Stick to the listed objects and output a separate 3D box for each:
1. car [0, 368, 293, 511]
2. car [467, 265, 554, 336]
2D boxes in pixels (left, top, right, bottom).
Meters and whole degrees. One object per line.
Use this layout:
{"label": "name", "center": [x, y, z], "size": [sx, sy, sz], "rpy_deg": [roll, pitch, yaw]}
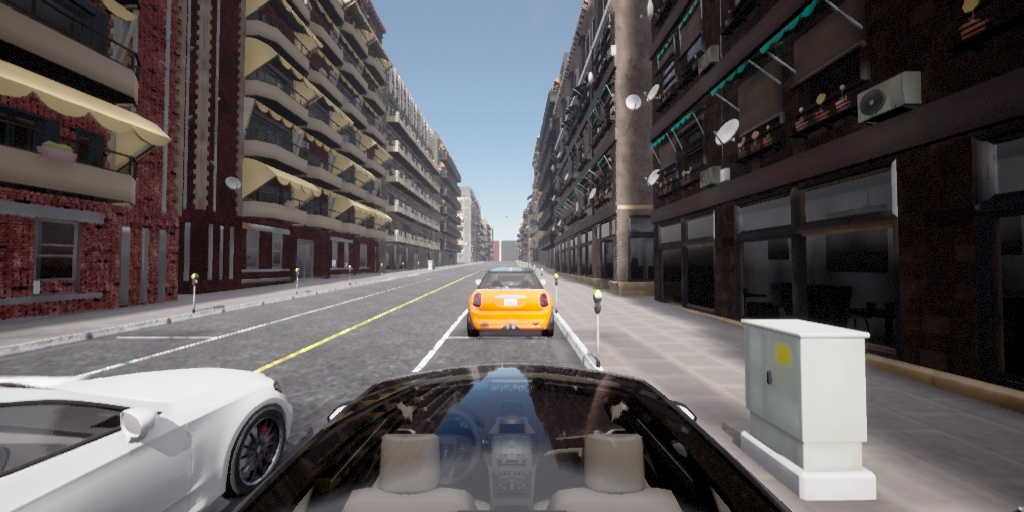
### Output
{"label": "car", "center": [-3.020, 1.269, 1.501], "size": [1.812, 1.442, 4.674], "rpy_deg": [0, 0, 0]}
{"label": "car", "center": [-0.033, 1.098, 10.474], "size": [2.097, 1.767, 4.553], "rpy_deg": [0, 0, 0]}
